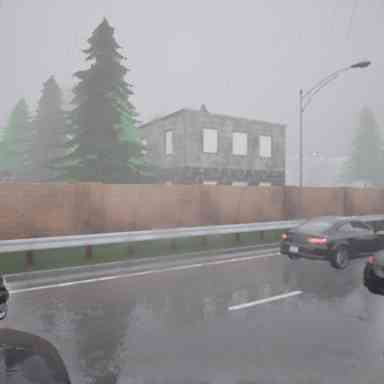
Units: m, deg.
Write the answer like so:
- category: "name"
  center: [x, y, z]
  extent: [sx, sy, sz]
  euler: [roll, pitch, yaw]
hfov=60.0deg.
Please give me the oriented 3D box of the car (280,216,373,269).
- category: "car"
  center: [4.940, 1.530, 11.081]
  extent: [4.674, 1.442, 1.812]
  euler: [0, 0, -33]

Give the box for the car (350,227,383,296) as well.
- category: "car"
  center: [5.744, 1.568, 7.432]
  extent: [4.181, 1.385, 1.994]
  euler: [0, 0, -33]

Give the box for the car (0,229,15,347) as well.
- category: "car"
  center: [-5.256, 1.489, 4.476]
  extent: [4.902, 1.511, 2.128]
  euler: [0, 0, -33]

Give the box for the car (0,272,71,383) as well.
- category: "car"
  center: [-3.148, 1.504, 1.672]
  extent: [4.892, 1.490, 1.837]
  euler: [0, 0, -33]
